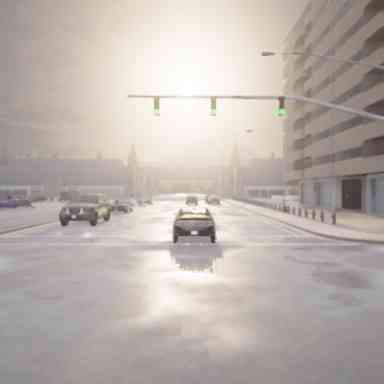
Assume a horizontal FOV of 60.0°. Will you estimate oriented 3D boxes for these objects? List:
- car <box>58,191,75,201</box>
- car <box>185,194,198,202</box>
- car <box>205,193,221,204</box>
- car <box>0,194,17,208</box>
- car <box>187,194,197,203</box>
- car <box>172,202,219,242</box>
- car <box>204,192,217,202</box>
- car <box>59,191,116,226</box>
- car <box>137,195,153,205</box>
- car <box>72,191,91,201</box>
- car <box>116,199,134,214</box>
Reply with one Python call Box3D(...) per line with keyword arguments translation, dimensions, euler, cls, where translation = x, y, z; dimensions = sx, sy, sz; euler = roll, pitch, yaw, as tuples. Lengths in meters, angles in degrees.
Box3D(translation=(-23.971, 0.790, 63.673), dimensions=(1.905, 1.878, 3.866), euler=(0, 0, 0), cls="car")
Box3D(translation=(-0.023, 1.174, 53.011), dimensions=(1.882, 1.535, 5.008), euler=(0, 0, 0), cls="car")
Box3D(translation=(3.477, 1.220, 53.269), dimensions=(1.812, 1.442, 4.674), euler=(0, 0, 0), cls="car")
Box3D(translation=(-26.730, 1.139, 46.217), dimensions=(1.970, 1.475, 3.806), euler=(0, 0, 0), cls="car")
Box3D(translation=(-0.027, 1.144, 62.244), dimensions=(1.837, 1.490, 4.892), euler=(0, 0, 0), cls="car")
Box3D(translation=(0.094, 1.415, 15.769), dimensions=(2.128, 1.511, 4.902), euler=(0, 0, 0), cls="car")
Box3D(translation=(3.473, 0.990, 62.215), dimensions=(2.097, 1.767, 4.553), euler=(0, 0, 0), cls="car")
Box3D(translation=(-7.104, 1.109, 22.759), dimensions=(2.150, 2.045, 5.566), euler=(0, 0, 0), cls="car")
Box3D(translation=(-7.066, 1.206, 50.374), dimensions=(2.128, 1.511, 4.902), euler=(0, 0, 1), cls="car")
Box3D(translation=(-21.076, 0.787, 63.610), dimensions=(1.932, 1.855, 4.605), euler=(0, 0, 0), cls="car")
Box3D(translation=(-7.102, 1.422, 33.391), dimensions=(1.895, 1.301, 4.718), euler=(0, 0, 0), cls="car")
